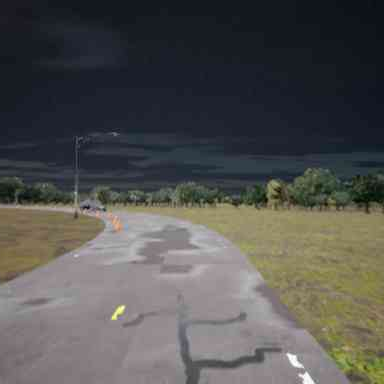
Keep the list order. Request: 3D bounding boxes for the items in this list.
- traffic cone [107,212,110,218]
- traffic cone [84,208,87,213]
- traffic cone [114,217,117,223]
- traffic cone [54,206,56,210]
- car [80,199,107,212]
[{"bbox_3d":[-7.468,2.066,29.846,0.340,0.580,0.340,0,0,-24],"label":"traffic cone"},{"bbox_3d":[-12.186,2.113,38.019,0.340,0.580,0.340,1,-1,-36],"label":"traffic cone"},{"bbox_3d":[-4.649,2.018,20.840,0.340,0.580,0.340,0,0,-11],"label":"traffic cone"},{"bbox_3d":[-18.576,2.138,44.963,0.340,0.580,0.340,0,-1,41],"label":"traffic cone"},{"bbox_3d":[-12.130,1.679,40.884,2.128,1.511,4.902,1,-1,-40],"label":"car"}]
